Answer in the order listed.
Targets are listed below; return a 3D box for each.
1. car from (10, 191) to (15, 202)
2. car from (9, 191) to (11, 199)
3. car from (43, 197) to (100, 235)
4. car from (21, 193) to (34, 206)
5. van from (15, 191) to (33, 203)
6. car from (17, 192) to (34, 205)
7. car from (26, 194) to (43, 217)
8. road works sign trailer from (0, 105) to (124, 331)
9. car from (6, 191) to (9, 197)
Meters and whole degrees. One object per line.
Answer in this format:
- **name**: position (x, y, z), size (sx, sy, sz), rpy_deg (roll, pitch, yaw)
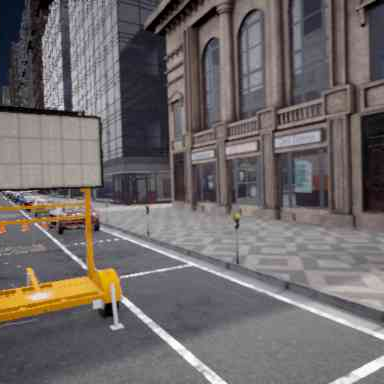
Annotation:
- **car**: position (-26.108, 0.884, 50.728), size (1.887, 1.381, 4.507), rpy_deg (-3, 2, -31)
- **car**: position (-28.963, 0.730, 55.546), size (1.967, 1.590, 4.097), rpy_deg (-3, 2, -31)
- **car**: position (-6.139, 1.126, 16.978), size (1.967, 1.590, 4.097), rpy_deg (-3, 2, -31)
- **car**: position (-14.695, 1.082, 31.444), size (1.887, 1.381, 4.507), rpy_deg (-3, 2, -31)
- **van**: position (-20.407, 0.779, 41.080), size (1.690, 1.788, 3.998), rpy_deg (-3, 2, -31)
- **car**: position (-17.548, 1.032, 36.265), size (1.887, 1.381, 4.507), rpy_deg (-3, 2, -31)
- **car**: position (-11.929, 1.111, 26.769), size (1.752, 1.417, 4.829), rpy_deg (-3, 2, -31)
- **road works sign trailer**: position (-2.783, 0.367, 5.802), size (2.380, 3.560, 2.880), rpy_deg (-3, 2, -31)
- **car**: position (-37.520, 0.687, 70.012), size (1.887, 1.381, 4.507), rpy_deg (-3, 2, -31)
